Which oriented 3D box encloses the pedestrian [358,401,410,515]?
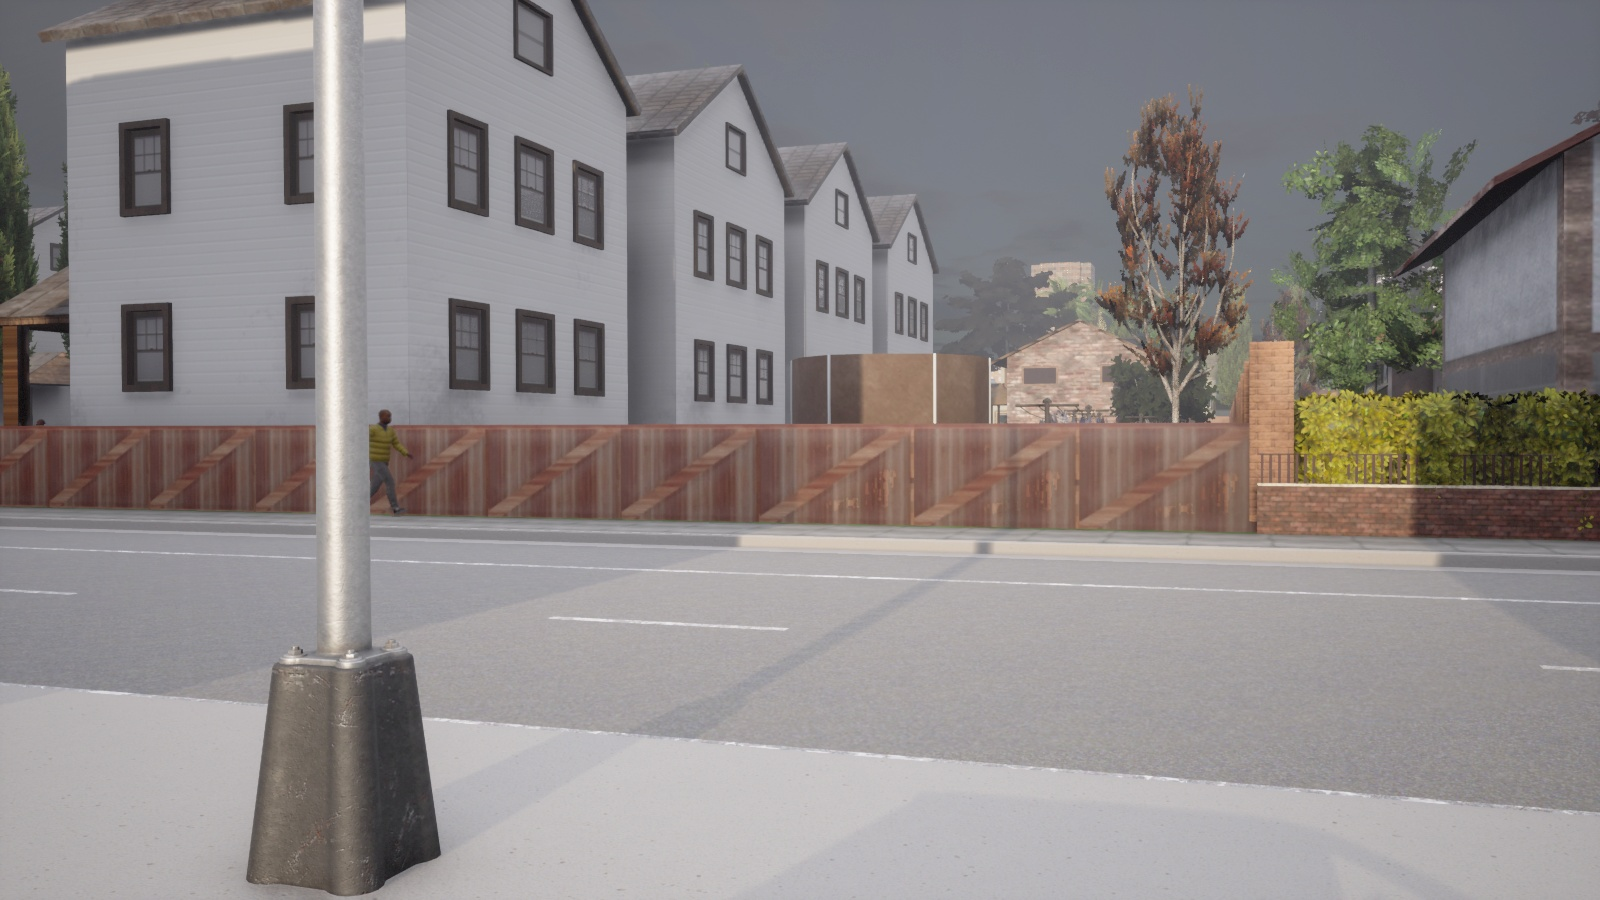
[{"bbox_3d":[-6.797,0.128,20.502,0.726,1.835,0.370,1,1,19],"label":"pedestrian"}]
